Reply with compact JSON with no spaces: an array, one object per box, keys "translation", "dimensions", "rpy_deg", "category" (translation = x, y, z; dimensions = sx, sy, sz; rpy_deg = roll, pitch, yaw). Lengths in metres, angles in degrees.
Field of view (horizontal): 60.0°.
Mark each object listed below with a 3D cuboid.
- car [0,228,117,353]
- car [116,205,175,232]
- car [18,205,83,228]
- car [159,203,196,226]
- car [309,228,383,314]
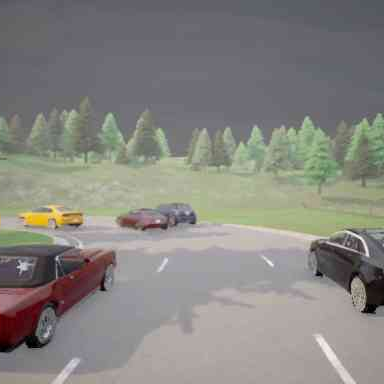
[{"translation":[-2.939,1.649,6.326],"dimensions":[1.895,1.301,4.718],"rpy_deg":[0,-1,4],"category":"car"},{"translation":[-3.354,1.756,21.934],"dimensions":[1.994,1.385,4.181],"rpy_deg":[1,-1,-39],"category":"car"},{"translation":[-9.550,1.648,22.359],"dimensions":[5.008,1.535,1.882],"rpy_deg":[0,-1,29],"category":"car"},{"translation":[-1.806,1.580,25.287],"dimensions":[2.097,1.767,4.553],"rpy_deg":[0,-1,-44],"category":"car"},{"translation":[4.187,1.582,7.738],"dimensions":[2.128,1.511,4.902],"rpy_deg":[0,-1,4],"category":"car"}]
